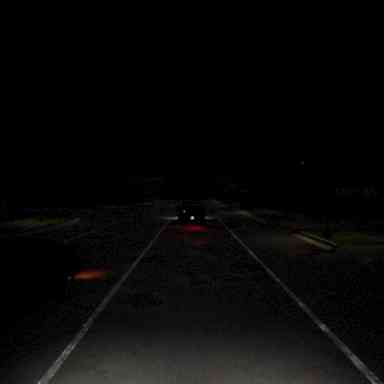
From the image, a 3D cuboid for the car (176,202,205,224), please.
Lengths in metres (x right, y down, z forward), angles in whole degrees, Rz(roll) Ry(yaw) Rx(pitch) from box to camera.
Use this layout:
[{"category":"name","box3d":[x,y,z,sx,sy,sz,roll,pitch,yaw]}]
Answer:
[{"category":"car","box3d":[-0.126,1.518,25.232,1.837,1.490,4.892,0,0,-4]}]

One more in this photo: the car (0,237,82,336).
[{"category":"car","box3d":[-3.589,1.550,5.790,2.033,1.411,5.357,0,0,0]}]
